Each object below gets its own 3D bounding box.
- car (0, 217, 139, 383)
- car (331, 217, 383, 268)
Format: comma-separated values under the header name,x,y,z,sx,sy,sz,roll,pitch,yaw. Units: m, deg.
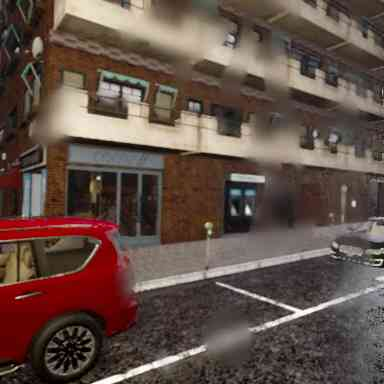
name,x,y,z,sx,sy,sz,roll,pitch,yaw
car,-3.060,1.318,3.876,5.009,1.841,2.192,0,2,-35
car,6.159,1.489,10.463,4.403,1.369,2.008,0,2,-35
